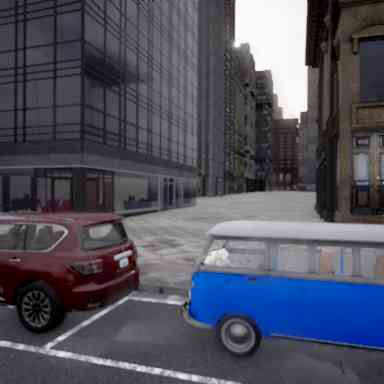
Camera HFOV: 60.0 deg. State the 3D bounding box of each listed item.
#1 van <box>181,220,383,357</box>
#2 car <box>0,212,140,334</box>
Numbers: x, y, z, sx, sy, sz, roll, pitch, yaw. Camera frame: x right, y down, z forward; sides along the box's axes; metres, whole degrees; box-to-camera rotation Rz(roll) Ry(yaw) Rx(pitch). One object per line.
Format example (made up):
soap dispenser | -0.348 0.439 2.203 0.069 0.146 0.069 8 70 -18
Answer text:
van | 1.906 1.351 4.844 3.998 1.788 1.690 0 0 18
car | -3.469 1.326 6.582 5.009 1.841 2.192 0 0 18
